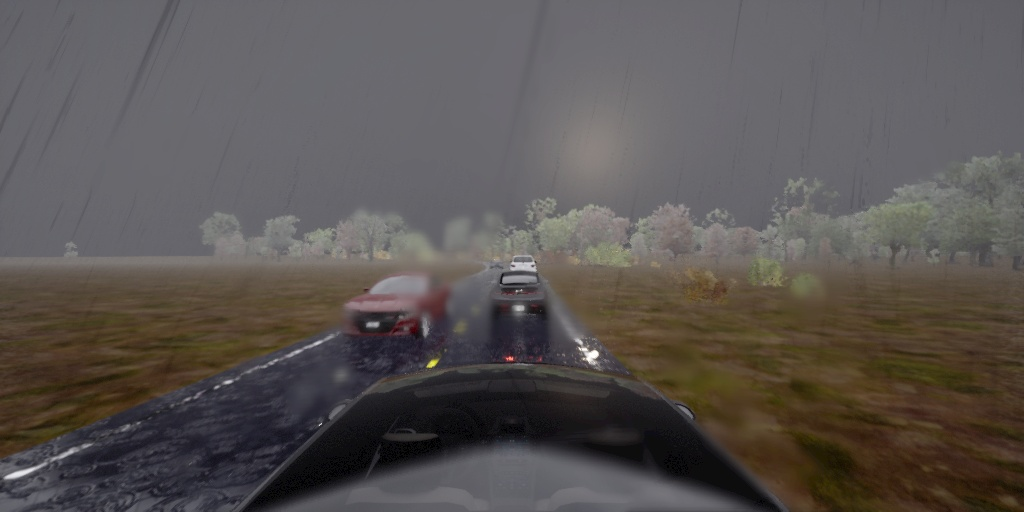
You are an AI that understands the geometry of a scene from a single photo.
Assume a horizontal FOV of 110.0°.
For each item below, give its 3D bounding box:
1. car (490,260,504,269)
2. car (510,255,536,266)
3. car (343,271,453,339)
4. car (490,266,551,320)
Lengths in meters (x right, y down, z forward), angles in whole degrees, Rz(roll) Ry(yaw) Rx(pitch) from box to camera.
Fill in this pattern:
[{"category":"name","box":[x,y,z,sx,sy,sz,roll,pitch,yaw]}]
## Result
[{"category":"car","box":[-2.218,1.301,53.594,1.994,1.385,4.181,0,0,-2]},{"category":"car","box":[0.975,0.967,31.757,2.150,2.045,5.566,0,0,2]},{"category":"car","box":[-2.970,1.223,10.312,1.882,1.535,5.008,0,0,1]},{"category":"car","box":[0.294,1.253,12.564,1.837,1.490,4.892,0,0,2]}]
